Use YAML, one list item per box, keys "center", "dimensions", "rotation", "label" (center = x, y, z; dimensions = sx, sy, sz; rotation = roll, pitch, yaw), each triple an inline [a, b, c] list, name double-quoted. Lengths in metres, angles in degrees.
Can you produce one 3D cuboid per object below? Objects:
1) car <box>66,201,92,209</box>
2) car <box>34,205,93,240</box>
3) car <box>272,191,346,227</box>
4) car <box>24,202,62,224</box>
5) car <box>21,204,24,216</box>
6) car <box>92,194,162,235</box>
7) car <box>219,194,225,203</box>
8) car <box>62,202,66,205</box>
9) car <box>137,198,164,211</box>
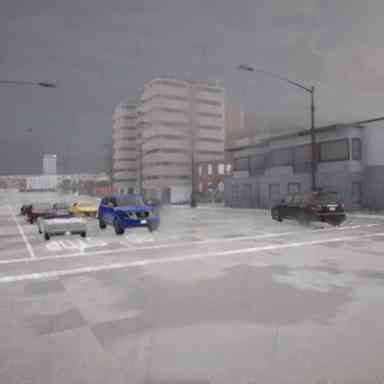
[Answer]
- center: [-9.160, 1.531, 28.528]
  dimensions: [1.882, 1.535, 5.008]
  rotation: [-1, -1, -29]
  label: "car"
- center: [-6.697, 1.573, 17.005]
  dimensions: [1.895, 1.301, 4.718]
  rotation: [-1, 0, -29]
  label: "car"
- center: [6.898, 1.000, 20.234]
  dimensions: [2.150, 2.045, 5.566]
  rotation: [-1, 0, -11]
  label: "car"
- center: [-11.696, 1.569, 25.901]
  dimensions: [1.882, 1.535, 5.008]
  rotation: [-1, 0, -29]
  label: "car"
- center: [-17.974, 1.921, 37.097]
  dimensions: [1.895, 1.301, 4.718]
  rotation: [-1, 0, -29]
  label: "car"
- center: [-3.743, 1.140, 18.881]
  dimensions: [2.150, 2.045, 5.566]
  rotation: [-1, 0, -29]
  label: "car"
- center: [6.196, 1.066, 54.416]
  dimensions: [1.970, 1.475, 3.806]
  rotation: [-1, -1, -29]
  label: "car"
- center: [-15.955, 1.868, 40.670]
  dimensions: [1.994, 1.385, 4.181]
  rotation: [-1, 0, -29]
  label: "car"
- center: [-5.522, 1.597, 43.693]
  dimensions: [1.837, 1.490, 4.892]
  rotation: [-1, -1, -29]
  label: "car"
